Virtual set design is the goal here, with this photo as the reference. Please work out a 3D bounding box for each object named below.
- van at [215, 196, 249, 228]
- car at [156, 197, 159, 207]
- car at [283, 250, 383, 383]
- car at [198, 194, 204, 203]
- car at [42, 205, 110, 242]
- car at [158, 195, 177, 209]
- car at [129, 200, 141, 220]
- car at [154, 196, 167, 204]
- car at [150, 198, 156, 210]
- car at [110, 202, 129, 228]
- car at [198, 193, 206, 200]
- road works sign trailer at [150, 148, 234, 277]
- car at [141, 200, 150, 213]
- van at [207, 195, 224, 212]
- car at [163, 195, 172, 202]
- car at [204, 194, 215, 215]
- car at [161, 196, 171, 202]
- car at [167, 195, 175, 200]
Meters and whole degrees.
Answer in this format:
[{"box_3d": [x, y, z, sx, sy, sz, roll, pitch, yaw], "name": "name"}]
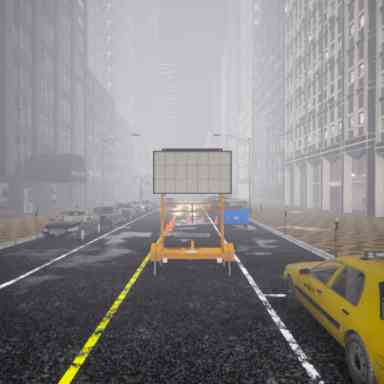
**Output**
[{"box_3d": [2.671, 1.336, 21.894, 1.690, 1.788, 3.998, -1, 0, 0], "name": "van"}, {"box_3d": [-5.721, 1.539, 50.308, 2.008, 1.369, 4.403, -1, 0, 0], "name": "car"}, {"box_3d": [2.680, 1.524, 5.013, 1.752, 1.417, 4.829, -1, 0, 0], "name": "car"}, {"box_3d": [2.654, 1.536, 61.679, 2.008, 1.369, 4.403, -1, 0, 0], "name": "car"}, {"box_3d": [-5.705, 1.547, 16.206, 2.008, 1.369, 4.403, -1, 0, 0], "name": "car"}, {"box_3d": [-3.020, 1.494, 44.516, 1.837, 1.490, 4.892, 0, 0, 0], "name": "car"}, {"box_3d": [-5.710, 1.538, 27.574, 1.887, 1.381, 4.507, -1, 0, 0], "name": "car"}, {"box_3d": [-5.726, 1.536, 61.675, 2.008, 1.369, 4.403, -1, 0, 0], "name": "car"}, {"box_3d": [-5.716, 1.573, 38.941, 1.802, 1.307, 4.206, -1, 0, 0], "name": "car"}, {"box_3d": [-5.708, 1.561, 21.890, 1.947, 1.339, 4.313, -1, 0, 0], "name": "car"}, {"box_3d": [2.639, 1.291, 90.098, 2.192, 1.841, 5.009, -1, 0, 0], "name": "car"}, {"box_3d": [0.011, 0.462, 10.259, 2.380, 3.560, 2.880, 0, 0, 0], "name": "road works sign trailer"}, {"box_3d": [-5.714, 1.543, 33.257, 2.008, 1.369, 4.403, -1, 0, 0], "name": "car"}, {"box_3d": [2.663, 1.332, 38.945, 1.690, 1.788, 3.998, -1, 0, 0], "name": "van"}, {"box_3d": [-5.735, 1.420, 78.726, 1.967, 1.590, 4.097, -1, 0, 0], "name": "car"}, {"box_3d": [2.665, 1.307, 33.261, 2.192, 1.841, 5.009, -1, 0, 0], "name": "car"}, {"box_3d": [-5.731, 1.564, 73.043, 1.802, 1.307, 4.206, -1, 0, 0], "name": "car"}, {"box_3d": [-5.739, 1.502, 89.924, 1.752, 1.417, 4.829, -1, 0, 0], "name": "car"}]
